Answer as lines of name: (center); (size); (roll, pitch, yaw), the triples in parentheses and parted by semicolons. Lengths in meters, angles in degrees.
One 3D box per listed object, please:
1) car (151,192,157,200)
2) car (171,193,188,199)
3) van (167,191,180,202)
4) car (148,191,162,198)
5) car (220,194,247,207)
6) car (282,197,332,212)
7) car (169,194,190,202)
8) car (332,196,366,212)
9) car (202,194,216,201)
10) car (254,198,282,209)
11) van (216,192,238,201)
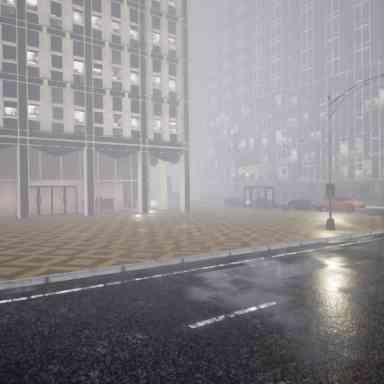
car: (-9.797, 1.038, 69.290); (2.008, 1.369, 4.403); (0, 1, -34)
car: (-2.869, 0.935, 74.006); (1.802, 1.307, 4.206); (0, 1, -34)
van: (-3.399, 0.936, 59.892); (1.690, 1.788, 3.998); (0, 1, -34)
car: (-9.267, 0.685, 83.399); (1.967, 1.590, 4.097); (0, 1, -34)
car: (6.152, 1.318, 45.771); (1.947, 1.339, 4.313); (-1, 1, -34)
car: (12.486, 1.422, 36.331); (1.947, 1.339, 4.313); (-1, 1, -34)
car: (-2.506, 1.056, 63.336); (1.812, 1.442, 4.674); (-1, 1, -34)
car: (16.171, 1.188, 35.731); (2.097, 1.767, 4.553); (-1, 1, -34)
car: (3.528, 1.042, 64.609); (1.802, 1.307, 4.206); (-1, 1, -34)
car: (9.302, 1.387, 41.041); (1.802, 1.307, 4.206); (-1, 1, -34)
van: (6.726, 0.854, 59.908); (1.690, 1.788, 3.998); (-1, 1, -34)
